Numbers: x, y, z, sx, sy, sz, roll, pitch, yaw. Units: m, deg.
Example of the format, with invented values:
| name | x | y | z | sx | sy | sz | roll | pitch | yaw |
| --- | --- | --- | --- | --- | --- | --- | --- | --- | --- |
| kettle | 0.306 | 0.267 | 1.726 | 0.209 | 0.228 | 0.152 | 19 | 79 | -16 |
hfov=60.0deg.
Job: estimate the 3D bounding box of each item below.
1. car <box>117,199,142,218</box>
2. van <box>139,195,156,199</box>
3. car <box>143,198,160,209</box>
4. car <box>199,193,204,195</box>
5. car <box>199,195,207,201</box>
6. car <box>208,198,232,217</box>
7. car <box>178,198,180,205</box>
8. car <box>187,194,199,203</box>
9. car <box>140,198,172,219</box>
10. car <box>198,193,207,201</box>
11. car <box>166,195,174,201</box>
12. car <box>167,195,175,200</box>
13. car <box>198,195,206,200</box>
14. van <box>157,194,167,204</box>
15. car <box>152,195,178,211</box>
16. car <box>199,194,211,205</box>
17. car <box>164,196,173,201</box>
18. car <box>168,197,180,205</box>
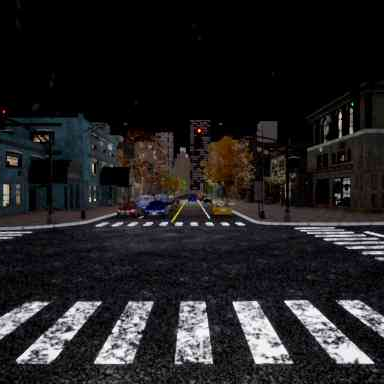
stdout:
| name | x | y | z | sx | sy | sz | roll | pitch | yaw |
| --- | --- | --- | --- | --- | --- | --- | --- | --- | --- |
| car | -5.696 | 1.576 | 30.405 | 1.802 | 1.307 | 4.206 | 0 | 0 | 0 |
| van | -5.700 | 1.333 | 41.497 | 1.690 | 1.788 | 3.998 | 0 | 0 | 0 |
| car | -5.699 | 1.536 | 47.045 | 1.887 | 1.381 | 4.507 | 0 | 0 | 0 |
| car | 2.677 | 1.550 | 74.777 | 1.947 | 1.339 | 4.313 | -1 | 0 | 0 |
| car | 2.677 | 1.528 | 80.323 | 1.887 | 1.381 | 4.507 | -1 | 0 | 0 |
| car | 2.683 | 1.520 | 30.577 | 1.752 | 1.417 | 4.829 | -1 | 0 | 0 |
| car | -3.099 | 1.555 | 47.983 | 1.994 | 1.385 | 4.181 | 0 | 0 | 0 |
| car | 0.057 | 1.463 | 70.837 | 1.882 | 1.535 | 5.008 | 0 | 0 | 0 |
| car | -3.121 | 1.520 | 29.660 | 1.812 | 1.442 | 4.674 | 0 | 0 | 0 |
| car | 2.673 | 1.296 | 85.870 | 2.192 | 1.841 | 5.009 | -1 | 0 | 0 |
| car | -5.705 | 1.526 | 85.868 | 1.887 | 1.381 | 4.507 | 0 | 0 | 0 |
| car | -5.706 | 1.562 | 91.414 | 1.802 | 1.307 | 4.206 | 0 | 0 | 0 |
| car | 2.675 | 1.524 | 91.416 | 1.887 | 1.381 | 4.507 | -1 | 0 | 0 |
| van | -5.703 | 1.328 | 63.683 | 1.690 | 1.788 | 3.998 | 0 | 0 | 0 |
| car | -3.104 | 1.484 | 38.859 | 2.128 | 1.511 | 4.902 | 0 | 0 | 0 |
| car | 2.680 | 1.539 | 58.138 | 2.008 | 1.369 | 4.403 | -1 | 0 | 0 |
| car | -5.704 | 1.549 | 80.322 | 1.947 | 1.339 | 4.313 | 0 | 0 | 0 |
| car | -3.071 | 1.589 | 58.093 | 1.895 | 1.301 | 4.718 | 0 | 0 | 0 |
